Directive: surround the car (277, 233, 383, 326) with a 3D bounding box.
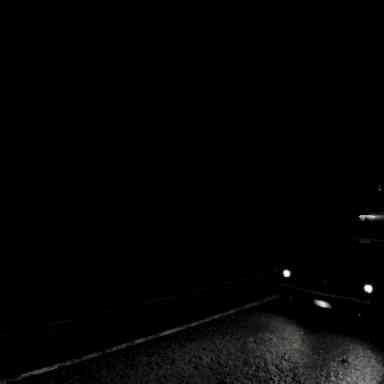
[{"bbox_3d":[3.833,1.627,7.269,4.718,1.301,1.895,0,-1,-44],"label":"car"}]

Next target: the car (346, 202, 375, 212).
[{"bbox_3d":[26.381,2.351,52.239,1.837,1.490,4.892,-4,-3,-2],"label":"car"}]

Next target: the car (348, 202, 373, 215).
[{"bbox_3d":[22.378,2.252,44.363,2.128,1.511,4.902,-4,-3,7],"label":"car"}]
